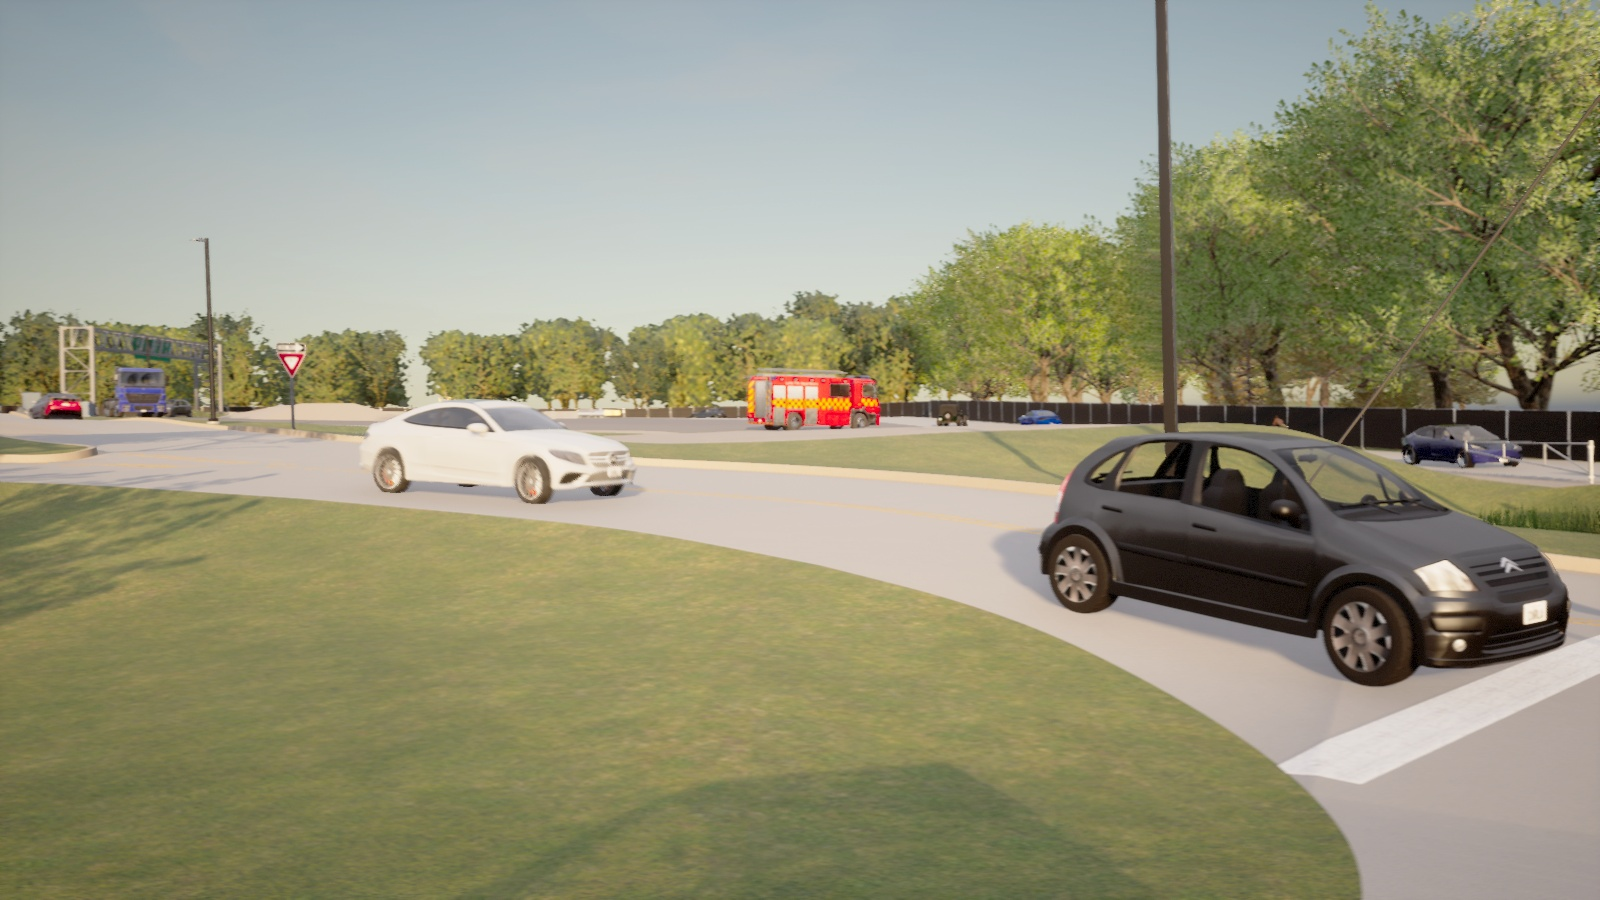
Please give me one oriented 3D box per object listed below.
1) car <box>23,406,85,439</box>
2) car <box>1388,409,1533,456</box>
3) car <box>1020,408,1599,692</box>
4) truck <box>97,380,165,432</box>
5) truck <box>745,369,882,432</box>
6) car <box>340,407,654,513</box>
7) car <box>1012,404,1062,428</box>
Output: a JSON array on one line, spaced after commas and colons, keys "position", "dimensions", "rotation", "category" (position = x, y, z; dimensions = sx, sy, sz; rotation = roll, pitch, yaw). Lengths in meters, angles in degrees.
[{"position": [-39.898, -1.435, 67.085], "dimensions": [2.007, 1.525, 4.514], "rotation": [2, -2, -42], "category": "car"}, {"position": [23.359, -0.655, 44.631], "dimensions": [2.163, 1.488, 4.792], "rotation": [-3, 2, -7], "category": "car"}, {"position": [3.866, 0.568, 10.159], "dimensions": [1.851, 1.617, 3.988], "rotation": [-3, 6, -33], "category": "car"}, {"position": [-46.527, -2.978, 87.209], "dimensions": [2.891, 3.462, 7.936], "rotation": [-2, 2, -37], "category": "truck"}, {"position": [0.934, -3.101, 78.917], "dimensions": [8.468, 3.827, 2.891], "rotation": [-1, 3, -34], "category": "truck"}, {"position": [-4.677, 0.069, 19.204], "dimensions": [4.674, 1.442, 1.812], "rotation": [1, 3, 30], "category": "car"}, {"position": [17.174, -2.509, 91.260], "dimensions": [1.882, 1.535, 5.008], "rotation": [-3, 3, -9], "category": "car"}]
